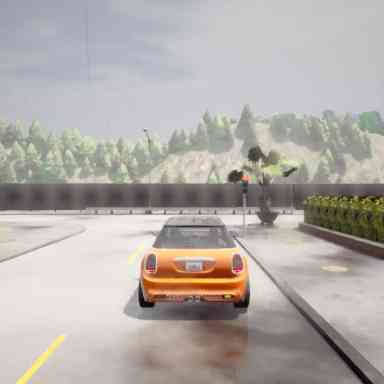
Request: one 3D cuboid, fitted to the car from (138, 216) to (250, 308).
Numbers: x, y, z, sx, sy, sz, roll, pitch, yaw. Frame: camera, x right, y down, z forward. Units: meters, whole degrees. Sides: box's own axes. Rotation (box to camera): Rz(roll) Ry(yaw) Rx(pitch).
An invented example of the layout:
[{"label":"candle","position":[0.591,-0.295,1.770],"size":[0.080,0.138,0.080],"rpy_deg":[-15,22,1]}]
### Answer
[{"label":"car","position":[0.056,1.352,8.091],"size":[2.097,1.767,4.553],"rpy_deg":[0,0,0]}]
